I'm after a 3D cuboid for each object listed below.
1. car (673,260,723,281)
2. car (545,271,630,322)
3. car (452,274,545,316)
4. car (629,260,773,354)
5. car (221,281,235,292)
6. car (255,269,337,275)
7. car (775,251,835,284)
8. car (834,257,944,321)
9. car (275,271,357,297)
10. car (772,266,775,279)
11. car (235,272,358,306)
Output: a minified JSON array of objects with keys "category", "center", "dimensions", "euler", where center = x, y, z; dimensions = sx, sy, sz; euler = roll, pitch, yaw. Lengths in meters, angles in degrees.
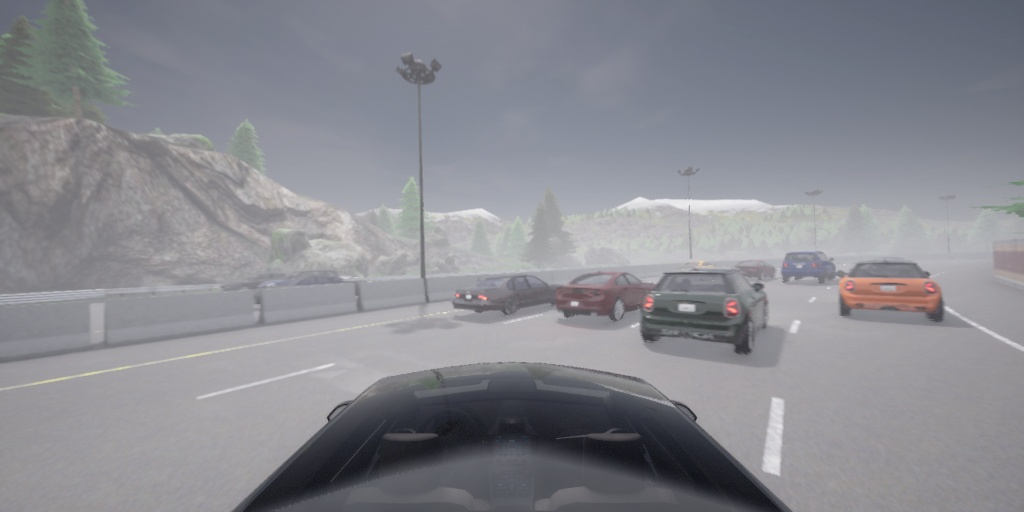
[{"category":"car","center":[15.263,1.137,29.310],"dimensions":[5.008,1.535,1.882],"euler":[-1,-1,-41]},{"category":"car","center":[3.470,1.256,12.631],"dimensions":[1.882,1.535,5.008],"euler":[-2,-1,40]},{"category":"car","center":[0.151,1.425,14.191],"dimensions":[2.033,1.411,5.357],"euler":[-2,-1,41]},{"category":"car","center":[4.915,1.055,8.924],"dimensions":[2.097,1.767,4.553],"euler":[-2,-1,40]},{"category":"car","center":[-17.756,1.954,25.709],"dimensions":[1.837,1.490,4.892],"euler":[-2,-1,40]},{"category":"car","center":[-12.375,1.619,21.241],"dimensions":[2.097,1.767,4.553],"euler":[-2,-1,40]},{"category":"car","center":[20.005,0.707,24.204],"dimensions":[5.566,2.045,2.150],"euler":[-1,-1,-41]},{"category":"car","center":[12.014,0.906,11.656],"dimensions":[2.097,1.767,4.553],"euler":[-2,-1,42]},{"category":"car","center":[-13.651,1.866,25.203],"dimensions":[1.812,1.442,4.674],"euler":[-2,-1,41]},{"category":"car","center":[18.577,1.035,27.529],"dimensions":[5.008,1.535,1.882],"euler":[-1,-1,-40]},{"category":"car","center":[-10.381,1.732,18.243],"dimensions":[2.033,1.411,5.357],"euler":[-2,-1,39]}]
